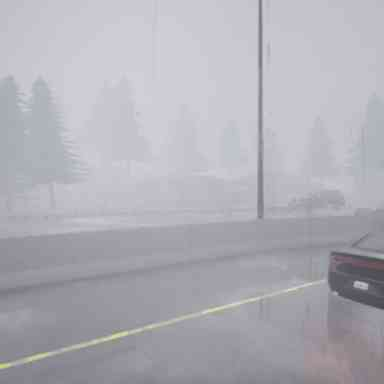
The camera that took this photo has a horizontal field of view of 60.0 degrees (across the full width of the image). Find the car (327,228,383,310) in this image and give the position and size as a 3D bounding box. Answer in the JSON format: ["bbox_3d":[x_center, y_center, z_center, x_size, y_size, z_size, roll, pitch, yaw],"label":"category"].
[{"bbox_3d":[5.011,1.463,7.052,5.008,1.535,1.882,0,0,-32],"label":"car"}]

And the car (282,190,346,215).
[{"bbox_3d":[11.495,0.791,30.536,5.566,2.045,2.150,0,0,-22],"label":"car"}]

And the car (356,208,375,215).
[{"bbox_3d":[14.092,1.266,24.035,4.718,1.301,1.895,0,0,-22],"label":"car"}]

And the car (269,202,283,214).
[{"bbox_3d":[10.226,1.464,33.798,5.008,1.535,1.882,0,0,-22],"label":"car"}]
